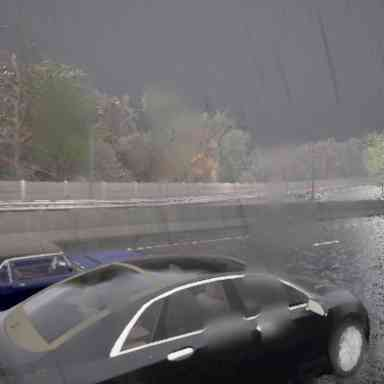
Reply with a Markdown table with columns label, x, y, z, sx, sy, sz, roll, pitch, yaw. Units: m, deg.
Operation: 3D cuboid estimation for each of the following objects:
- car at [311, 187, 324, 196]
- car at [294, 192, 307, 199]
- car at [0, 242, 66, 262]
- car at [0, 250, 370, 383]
| label | x | y | z | sx | sy | sz | roll | pitch | yaw |
| --- | --- | --- | --- | --- | --- | --- | --- | --- | --- |
| car | 32.547 | -0.125 | 86.286 | 2.150 | 2.045 | 5.566 | 0 | 2 | 34 |
| car | 23.907 | 0.748 | 73.049 | 1.895 | 1.301 | 4.718 | 0 | 1 | 32 |
| car | -2.700 | 1.599 | 6.124 | 4.718 | 1.301 | 1.895 | 0 | 0 | -35 |
| car | 0.175 | 1.501 | 3.869 | 4.892 | 1.490 | 1.837 | 0 | 0 | -36 |
